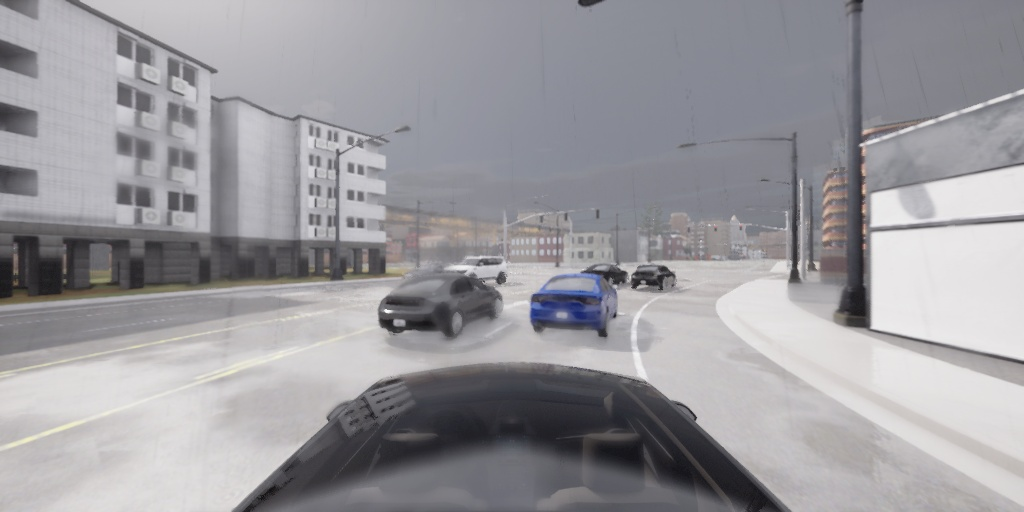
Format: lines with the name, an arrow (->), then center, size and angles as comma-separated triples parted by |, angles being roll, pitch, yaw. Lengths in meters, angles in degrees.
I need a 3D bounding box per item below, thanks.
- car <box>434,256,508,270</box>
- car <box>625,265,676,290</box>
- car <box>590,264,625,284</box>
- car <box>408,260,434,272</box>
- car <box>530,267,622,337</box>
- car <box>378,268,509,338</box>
car -> -2.457, 1.022, 25.128 | 2.150, 2.045, 5.566 | 0, 0, 35
car -> 9.104, 1.297, 22.891 | 1.837, 1.490, 4.892 | 0, 0, 36
car -> 6.634, 1.280, 25.426 | 1.882, 1.535, 5.008 | 0, 0, 37
car -> -5.749, 1.296, 26.421 | 2.128, 1.511, 4.902 | 0, 0, 33
car -> 2.018, 1.248, 10.617 | 1.882, 1.535, 5.008 | 0, -1, 21
car -> -1.768, 1.274, 10.408 | 1.837, 1.490, 4.892 | 0, 0, 19
